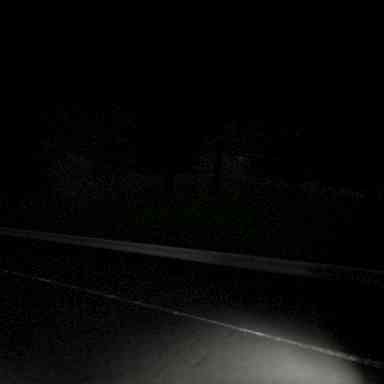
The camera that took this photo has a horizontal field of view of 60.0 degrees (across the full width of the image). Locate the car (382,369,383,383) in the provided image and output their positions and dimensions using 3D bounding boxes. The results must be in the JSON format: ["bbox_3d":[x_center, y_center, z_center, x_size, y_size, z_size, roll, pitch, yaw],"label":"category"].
[{"bbox_3d":[3.471,1.518,1.433,4.674,1.442,1.812,0,0,36],"label":"car"}]
